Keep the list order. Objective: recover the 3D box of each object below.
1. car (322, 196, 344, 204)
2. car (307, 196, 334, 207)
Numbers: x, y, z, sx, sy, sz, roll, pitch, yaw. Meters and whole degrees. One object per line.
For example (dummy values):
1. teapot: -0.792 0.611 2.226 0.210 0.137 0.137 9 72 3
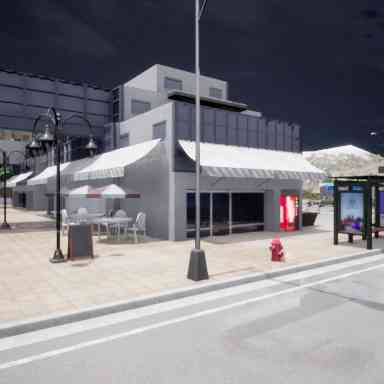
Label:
1. car: 28.404 1.489 66.928 4.514 1.523 2.007 0 0 -36
2. car: 19.131 1.345 48.810 5.027 1.636 2.152 0 0 -36
